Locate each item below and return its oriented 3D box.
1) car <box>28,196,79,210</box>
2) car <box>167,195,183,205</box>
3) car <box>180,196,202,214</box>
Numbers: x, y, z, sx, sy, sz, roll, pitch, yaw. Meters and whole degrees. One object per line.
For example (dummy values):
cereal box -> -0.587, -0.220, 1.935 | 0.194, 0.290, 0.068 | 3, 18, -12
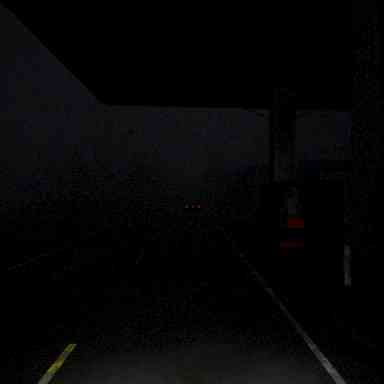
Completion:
car -> -16.439, 1.271, 38.943 | 5.027, 1.636, 2.152 | 0, 0, -1
car -> -2.627, 1.266, 55.695 | 2.097, 1.767, 4.553 | 0, 0, -24
car -> 0.101, 1.495, 34.686 | 2.033, 1.411, 5.357 | 0, 0, 0
